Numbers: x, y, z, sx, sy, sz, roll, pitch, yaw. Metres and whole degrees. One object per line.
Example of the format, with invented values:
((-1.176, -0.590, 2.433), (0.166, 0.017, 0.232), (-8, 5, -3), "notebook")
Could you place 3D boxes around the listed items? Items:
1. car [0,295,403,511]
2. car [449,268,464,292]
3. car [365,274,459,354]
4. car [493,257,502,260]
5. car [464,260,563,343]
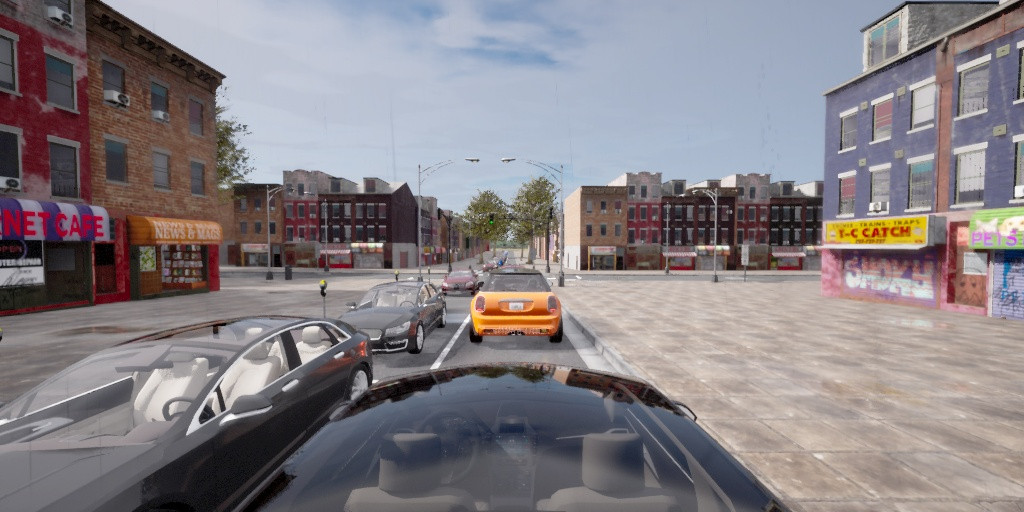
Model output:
((-2.643, 1.300, 3.094), (2.007, 1.370, 4.403), (0, 0, 0), "car")
((-2.673, 1.337, 19.436), (1.802, 1.307, 4.207), (0, 0, 0), "car")
((-2.653, 1.299, 8.542), (2.007, 1.370, 4.403), (0, 0, 0), "car")
((-2.724, 1.245, 46.212), (1.967, 1.591, 4.097), (0, 0, 0), "car")
((0.085, 1.101, 9.852), (2.097, 1.767, 4.553), (0, 0, 0), "car")
